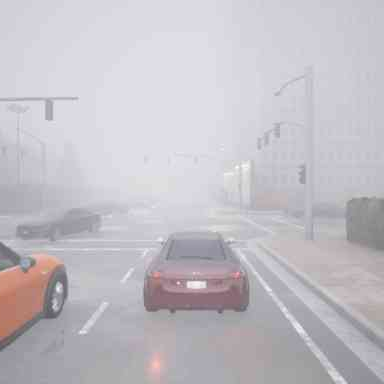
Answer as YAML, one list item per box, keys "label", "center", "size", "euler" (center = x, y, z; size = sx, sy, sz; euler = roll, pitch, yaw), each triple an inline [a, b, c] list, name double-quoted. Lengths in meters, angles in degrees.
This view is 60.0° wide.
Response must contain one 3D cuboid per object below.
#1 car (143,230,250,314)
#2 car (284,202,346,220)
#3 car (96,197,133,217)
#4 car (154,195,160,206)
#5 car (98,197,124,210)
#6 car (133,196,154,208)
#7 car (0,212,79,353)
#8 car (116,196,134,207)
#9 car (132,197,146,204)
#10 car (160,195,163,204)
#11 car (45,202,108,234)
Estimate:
- label: "car"
  center: [0.090, 1.564, 7.720]
  size: [1.994, 1.385, 4.181]
  euler: [0, 0, 0]
- label: "car"
  center: [10.512, 1.581, 27.935]
  size: [4.674, 1.442, 1.812]
  euler: [0, 0, -1]
- label: "car"
  center: [-8.469, 1.500, 31.453]
  size: [5.008, 1.535, 1.882]
  euler: [0, 0, 0]
- label: "car"
  center: [-6.995, 1.505, 56.093]
  size: [1.837, 1.490, 4.892]
  euler: [0, 0, 0]
- label: "car"
  center: [-10.535, 1.491, 43.553]
  size: [2.128, 1.511, 4.902]
  euler: [0, 0, 1]
- label: "car"
  center: [-7.012, 1.352, 47.151]
  size: [2.097, 1.767, 4.553]
  euler: [0, 0, 0]
- label: "car"
  center: [-3.432, 1.352, 4.547]
  size: [2.097, 1.767, 4.553]
  euler: [0, 0, 1]
- label: "car"
  center: [-10.508, 1.477, 52.701]
  size: [1.882, 1.535, 5.008]
  euler: [0, 0, 0]
- label: "car"
  center: [-10.424, 1.601, 65.622]
  size: [1.895, 1.301, 4.718]
  euler: [0, 0, 1]
- label: "car"
  center: [-6.922, 1.353, 66.173]
  size: [2.097, 1.767, 4.553]
  euler: [0, 0, 1]
- label: "car"
  center: [-6.560, 1.502, 16.860]
  size: [1.882, 1.535, 5.008]
  euler: [-1, -1, 16]
